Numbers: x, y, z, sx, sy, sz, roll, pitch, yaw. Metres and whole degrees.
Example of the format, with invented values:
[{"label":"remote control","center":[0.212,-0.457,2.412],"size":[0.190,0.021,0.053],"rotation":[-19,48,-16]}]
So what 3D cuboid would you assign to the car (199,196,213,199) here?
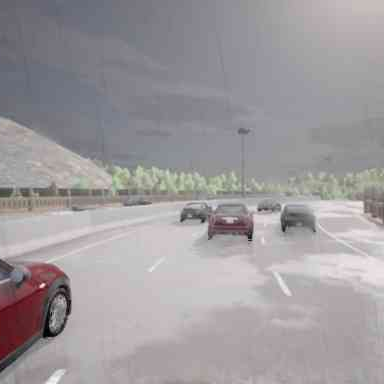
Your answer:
[{"label":"car","center":[2.273,1.455,54.925],"size":[2.128,1.511,4.902],"rotation":[0,0,32]}]

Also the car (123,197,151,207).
[{"label":"car","center":[-7.297,1.407,44.659],"size":[1.837,1.490,4.892],"rotation":[0,-1,25]}]

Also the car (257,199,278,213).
[{"label":"car","center":[8.742,1.523,37.352],"size":[2.033,1.411,5.357],"rotation":[0,0,25]}]

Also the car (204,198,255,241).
[{"label":"car","center":[2.099,1.332,17.015],"size":[2.097,1.767,4.553],"rotation":[0,0,11]}]

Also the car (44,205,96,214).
[{"label":"car","center":[-7.772,1.535,22.137],"size":[1.895,1.301,4.718],"rotation":[0,0,14]}]

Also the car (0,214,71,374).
[{"label":"car","center":[-3.136,1.333,3.762],"size":[2.097,1.767,4.553],"rotation":[0,0,3]}]

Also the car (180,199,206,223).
[{"label":"car","center":[0.454,1.488,25.168],"size":[1.812,1.442,4.674],"rotation":[0,0,15]}]

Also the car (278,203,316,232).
[{"label":"car","center":[6.376,1.498,20.277],"size":[1.837,1.490,4.892],"rotation":[0,0,14]}]
